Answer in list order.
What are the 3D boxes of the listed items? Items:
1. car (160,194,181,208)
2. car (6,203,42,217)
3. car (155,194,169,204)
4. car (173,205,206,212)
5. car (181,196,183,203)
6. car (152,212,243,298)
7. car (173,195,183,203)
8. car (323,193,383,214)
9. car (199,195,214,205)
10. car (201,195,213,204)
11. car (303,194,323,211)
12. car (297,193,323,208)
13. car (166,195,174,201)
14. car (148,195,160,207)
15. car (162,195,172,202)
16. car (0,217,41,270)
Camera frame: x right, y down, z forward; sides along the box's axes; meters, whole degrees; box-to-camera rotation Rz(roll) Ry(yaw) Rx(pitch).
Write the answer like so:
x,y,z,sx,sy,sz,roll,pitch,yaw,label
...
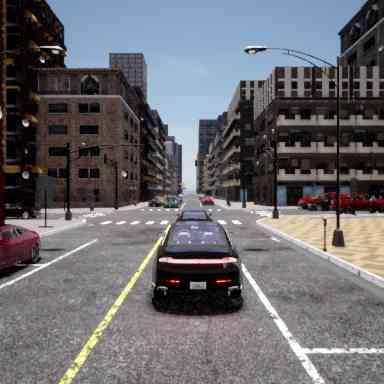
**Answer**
x,y,z,sx,sy,sz,roll,pitch,yaw,label
-3.015,1.365,48.248,2.097,1.767,4.553,0,0,0,car
-16.849,1.796,31.576,4.892,1.490,1.837,-1,0,0,car
-5.626,1.337,62.666,2.192,1.841,5.009,0,0,0,car
0.116,1.565,17.099,1.994,1.385,4.181,0,0,0,car
-3.017,1.620,58.667,1.895,1.301,4.718,0,0,0,car
0.111,1.491,8.484,2.128,1.511,4.902,0,0,0,car
-2.926,1.505,70.248,1.882,1.535,5.008,0,0,0,car
14.724,1.029,29.217,5.009,1.841,2.192,-1,1,0,car
2.748,1.458,56.976,1.967,1.590,4.097,0,0,0,car
2.755,1.462,62.659,1.967,1.590,4.097,0,0,0,car
14.603,1.230,35.024,4.674,1.442,1.812,-1,0,0,car
14.598,1.015,37.595,5.009,1.841,2.192,-1,1,0,car
-5.601,1.481,85.396,1.967,1.590,4.097,0,0,0,car
-5.637,1.581,51.301,1.947,1.339,4.313,0,0,0,car
-5.613,1.471,74.031,1.967,1.590,4.097,0,0,0,car
-5.732,1.582,9.277,1.802,1.307,4.206,0,0,0,car
